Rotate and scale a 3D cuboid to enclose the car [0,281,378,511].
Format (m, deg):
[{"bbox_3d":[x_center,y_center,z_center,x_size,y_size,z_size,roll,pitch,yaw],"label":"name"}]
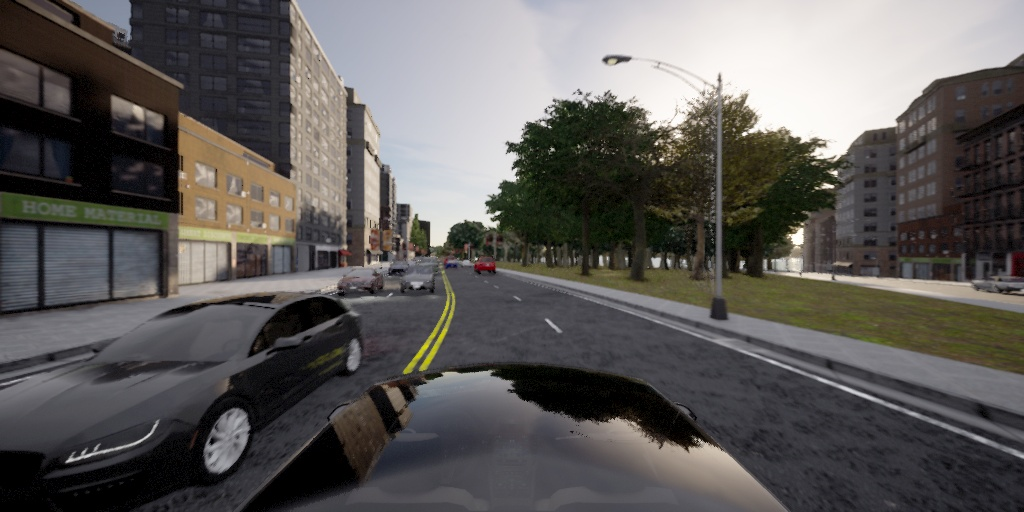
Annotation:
[{"bbox_3d":[-3.540,1.293,4.690,1.837,1.490,4.892,0,0,-3],"label":"car"}]

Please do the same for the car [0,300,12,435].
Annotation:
[{"bbox_3d":[-6.754,1.274,1.677,1.882,1.535,5.008,0,0,-1],"label":"car"}]

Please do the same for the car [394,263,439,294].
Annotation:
[{"bbox_3d":[-5.484,1.369,21.392,2.128,1.511,4.902,0,0,-11],"label":"car"}]

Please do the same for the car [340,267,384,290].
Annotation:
[{"bbox_3d":[-8.729,1.403,21.046,1.812,1.442,4.674,0,0,-11],"label":"car"}]

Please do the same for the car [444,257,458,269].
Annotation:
[{"bbox_3d":[-10.613,1.477,63.050,1.882,1.535,5.008,0,0,-12],"label":"car"}]

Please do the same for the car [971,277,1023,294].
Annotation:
[{"bbox_3d":[38.898,2.291,28.363,1.895,1.301,4.718,0,-1,31],"label":"car"}]

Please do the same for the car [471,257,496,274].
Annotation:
[{"bbox_3d":[-3.405,1.168,44.657,2.150,2.045,5.566,0,0,-12],"label":"car"}]

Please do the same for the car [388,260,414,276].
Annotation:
[{"bbox_3d":[-12.736,1.286,40.847,2.097,1.767,4.553,0,0,-11],"label":"car"}]

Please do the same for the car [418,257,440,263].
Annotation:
[{"bbox_3d":[-9.495,1.160,41.247,2.150,2.045,5.566,0,0,-11],"label":"car"}]
